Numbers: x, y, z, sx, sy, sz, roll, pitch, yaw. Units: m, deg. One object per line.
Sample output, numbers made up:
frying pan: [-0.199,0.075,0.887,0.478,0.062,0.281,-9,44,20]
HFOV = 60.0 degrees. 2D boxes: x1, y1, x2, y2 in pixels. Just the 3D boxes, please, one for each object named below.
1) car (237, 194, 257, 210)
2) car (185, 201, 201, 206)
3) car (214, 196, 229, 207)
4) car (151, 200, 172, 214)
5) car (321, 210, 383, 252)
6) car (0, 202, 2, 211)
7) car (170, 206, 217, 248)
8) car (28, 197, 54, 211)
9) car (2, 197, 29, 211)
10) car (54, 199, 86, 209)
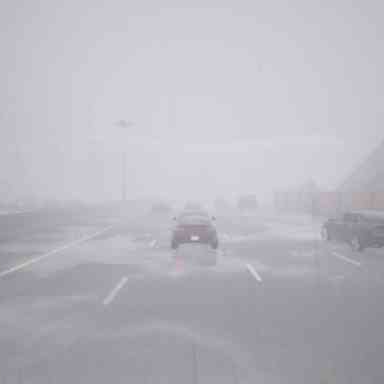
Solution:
car: [7.230,1.323,43.968,2.150,2.045,5.566,0,0,2]
car: [0.143,1.695,40.762,1.895,1.301,4.718,0,0,1]
car: [4.738,1.474,52.928,2.097,1.767,4.553,0,0,10]
car: [-3.384,1.610,36.827,1.812,1.442,4.674,0,0,0]
car: [7.100,1.537,14.010,1.837,1.490,4.892,0,0,0]
car: [-24.506,1.692,40.250,1.895,1.301,4.718,0,0,1]
car: [0.104,1.560,14.800,1.812,1.442,4.674,0,0,0]
car: [-17.478,1.584,40.794,2.128,1.511,4.902,0,0,1]
car: [-20.961,1.446,41.318,2.097,1.767,4.553,0,0,1]
car: [-14.020,1.595,39.168,1.837,1.490,4.892,0,0,1]
